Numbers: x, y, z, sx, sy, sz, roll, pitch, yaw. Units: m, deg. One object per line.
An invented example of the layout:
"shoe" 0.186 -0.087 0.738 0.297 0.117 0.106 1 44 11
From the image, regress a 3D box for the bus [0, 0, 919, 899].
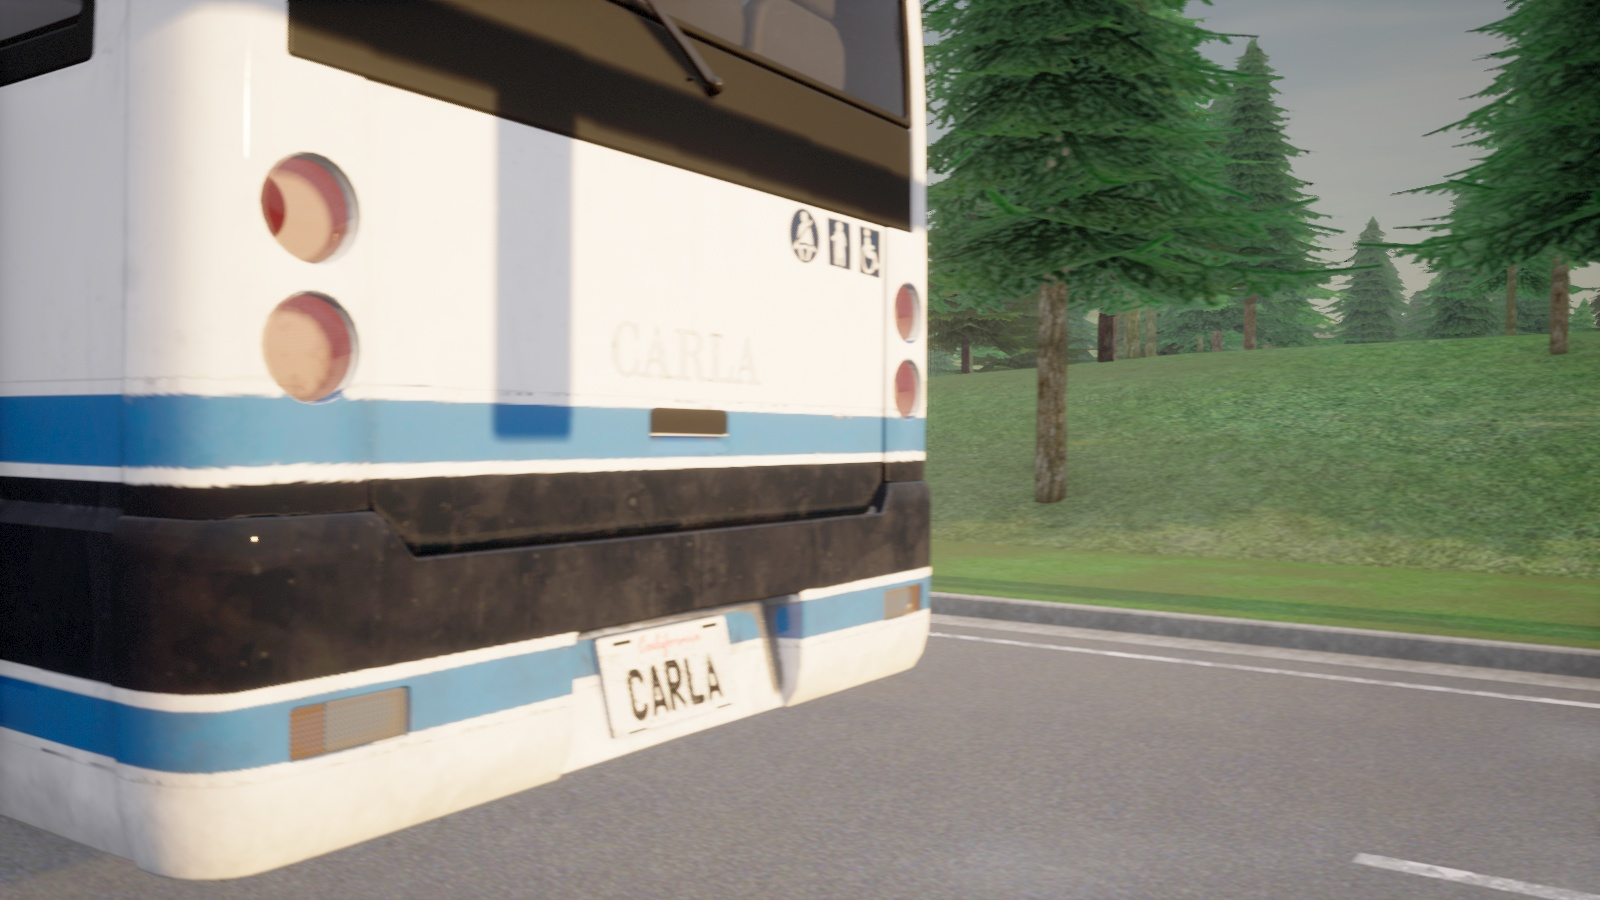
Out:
"bus" -4.855 -0.694 6.822 10.273 4.253 3.944 0 1 34
